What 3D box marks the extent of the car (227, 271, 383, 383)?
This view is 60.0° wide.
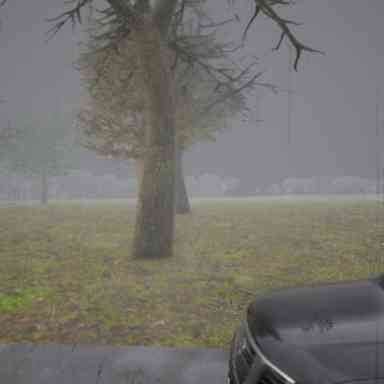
[{"bbox_3d":[3.062,1.248,2.556,5.566,2.045,2.150,0,-1,3],"label":"car"}]
